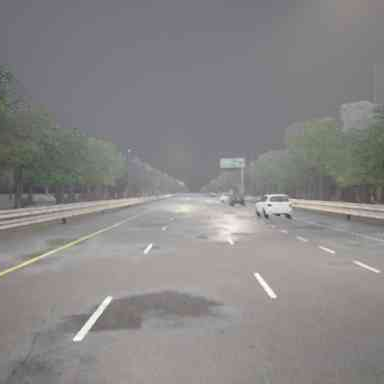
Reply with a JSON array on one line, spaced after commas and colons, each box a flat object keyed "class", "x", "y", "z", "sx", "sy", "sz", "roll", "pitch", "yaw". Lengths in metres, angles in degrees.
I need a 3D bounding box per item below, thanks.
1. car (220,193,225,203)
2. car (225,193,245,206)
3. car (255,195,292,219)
[{"class": "car", "x": 7.288, "y": 1.247, "z": 70.904, "sx": 2.150, "sy": 2.045, "sz": 5.566, "roll": 0, "pitch": 0, "yaw": 0}, {"class": "car", "x": 7.168, "y": 1.245, "z": 53.768, "sx": 2.150, "sy": 2.045, "sz": 5.566, "roll": 0, "pitch": 0, "yaw": 0}, {"class": "car", "x": 7.052, "y": 1.235, "z": 29.114, "sx": 2.150, "sy": 2.045, "sz": 5.566, "roll": 0, "pitch": 0, "yaw": 0}]
